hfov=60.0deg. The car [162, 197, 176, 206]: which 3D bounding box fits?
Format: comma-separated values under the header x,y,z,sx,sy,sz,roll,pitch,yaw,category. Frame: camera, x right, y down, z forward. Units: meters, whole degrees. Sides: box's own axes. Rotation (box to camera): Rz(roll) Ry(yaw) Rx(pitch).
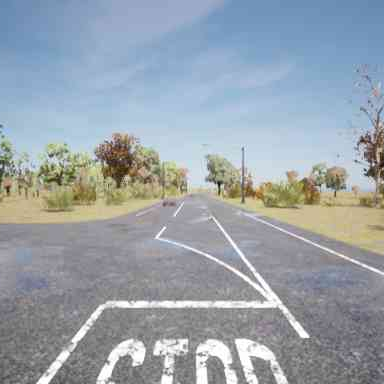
x,y,z,sx,sy,sz,roll,pitch,yaw,category
-3.419,1.481,50.989,1.994,1.385,4.181,0,0,0,car
